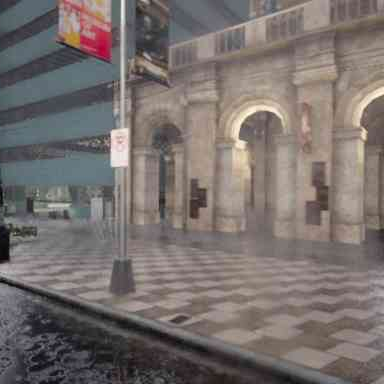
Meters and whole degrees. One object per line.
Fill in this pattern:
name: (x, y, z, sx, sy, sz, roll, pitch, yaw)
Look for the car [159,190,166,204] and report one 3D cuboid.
car: (-4.039, 0.881, 28.635, 5.566, 2.045, 2.435, 1, 0, 36)
